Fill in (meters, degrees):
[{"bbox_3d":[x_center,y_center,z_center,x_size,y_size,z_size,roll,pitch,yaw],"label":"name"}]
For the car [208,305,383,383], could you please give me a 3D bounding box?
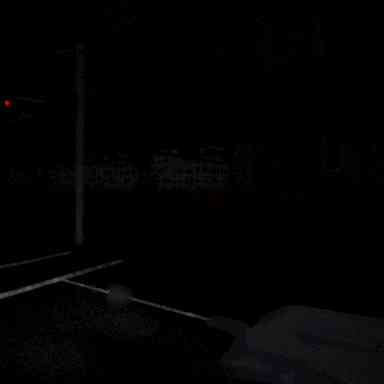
[{"bbox_3d":[2.475,1.601,2.229,4.718,1.301,1.895,0,0,35],"label":"car"}]
